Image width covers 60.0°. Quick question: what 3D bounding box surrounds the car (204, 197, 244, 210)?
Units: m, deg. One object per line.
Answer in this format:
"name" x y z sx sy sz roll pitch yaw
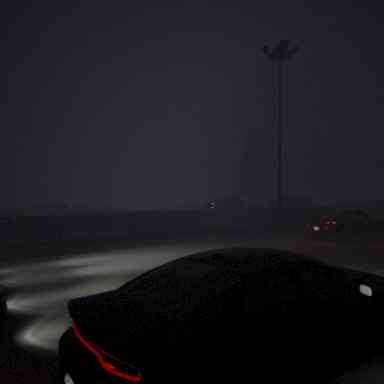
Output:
"car" 3.705 1.334 38.503 4.553 1.767 2.097 0 0 -26

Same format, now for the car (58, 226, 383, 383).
"car" 0.970 1.476 4.301 5.008 1.535 1.882 0 0 -35

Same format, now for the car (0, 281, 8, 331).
"car" -5.008 1.337 4.331 4.553 1.767 2.097 0 0 -37

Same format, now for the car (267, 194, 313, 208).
"car" 11.311 1.220 38.295 5.566 2.045 2.150 0 0 -24

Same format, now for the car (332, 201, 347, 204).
"car" 16.416 1.610 36.706 4.718 1.301 1.895 0 0 -22

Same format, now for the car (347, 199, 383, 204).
"car" 18.693 1.494 33.839 5.008 1.535 1.882 0 0 -22

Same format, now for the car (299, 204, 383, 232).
"car" 7.838 1.530 16.741 4.674 1.442 1.812 0 0 -29
